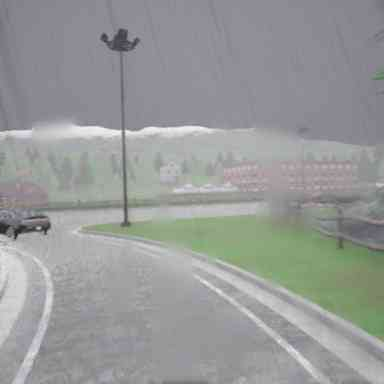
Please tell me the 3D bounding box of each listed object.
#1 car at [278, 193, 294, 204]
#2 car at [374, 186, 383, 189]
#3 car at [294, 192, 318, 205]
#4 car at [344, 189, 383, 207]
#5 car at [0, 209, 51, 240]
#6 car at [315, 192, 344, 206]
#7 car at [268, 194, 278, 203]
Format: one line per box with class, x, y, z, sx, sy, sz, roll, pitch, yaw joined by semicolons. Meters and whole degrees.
car;14.742;0.825;45.189;4.902;1.511;2.128;-2;0;-20
car;31.363;0.119;55.046;5.566;2.045;2.150;-2;0;-20
car;15.927;0.794;41.898;5.008;1.535;1.882;-2;0;-20
car;19.087;0.779;35.614;4.674;1.442;1.812;-2;0;-20
car;-9.739;1.687;18.326;4.902;1.511;2.128;-2;0;36
car;17.228;0.894;38.655;4.718;1.301;1.895;-2;0;-20
car;13.347;0.865;48.400;4.892;1.490;1.837;-2;0;-20
